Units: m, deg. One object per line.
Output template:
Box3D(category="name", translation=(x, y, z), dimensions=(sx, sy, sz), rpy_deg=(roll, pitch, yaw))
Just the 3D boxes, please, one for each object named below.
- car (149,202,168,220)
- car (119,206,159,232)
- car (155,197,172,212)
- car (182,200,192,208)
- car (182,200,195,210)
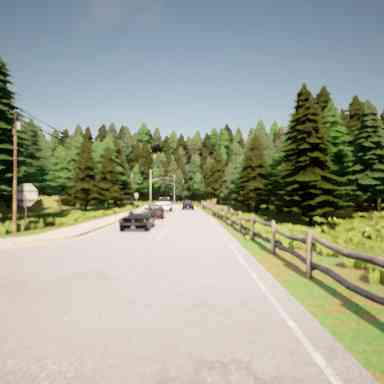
Box3D(category="car", translation=(-3.673, 1.959, 32.348), dimensions=(1.994, 1.385, 4.181), rpy_deg=(0, -1, -1))
Box3D(category="car", translation=(-3.613, 1.877, 22.491), dimensions=(1.895, 1.301, 4.718), rpy_deg=(0, -1, 0))
Box3D(category="car", translation=(-4.063, 1.821, 48.496), dimensions=(2.150, 2.045, 5.566), rpy_deg=(0, 0, -1))
Box3D(category="car", translation=(-0.929, 2.302, 64.497), dimensions=(1.837, 1.490, 4.892), rpy_deg=(0, -1, -2))
Box3D(category="car", translation=(-0.644, 2.197, 54.199), dimensions=(1.812, 1.442, 4.674), rpy_deg=(0, -1, -2))
